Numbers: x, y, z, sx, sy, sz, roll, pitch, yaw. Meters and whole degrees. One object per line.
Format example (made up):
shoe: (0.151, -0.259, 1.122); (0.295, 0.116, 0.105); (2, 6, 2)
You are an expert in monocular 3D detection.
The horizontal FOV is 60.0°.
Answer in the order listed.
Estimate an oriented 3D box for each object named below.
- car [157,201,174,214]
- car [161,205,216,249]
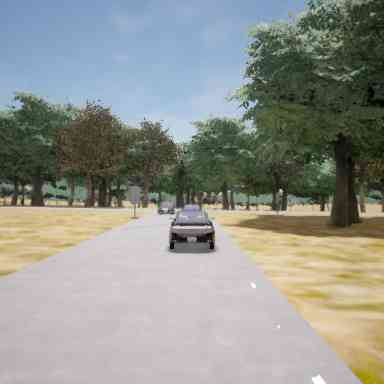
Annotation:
car: (-3.000, 1.887, 39.660); (2.128, 1.511, 4.902); (0, -1, 0)
car: (0.000, 1.542, 14.688); (2.128, 1.511, 4.902); (0, 0, 0)
